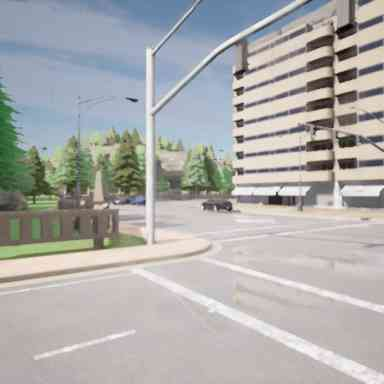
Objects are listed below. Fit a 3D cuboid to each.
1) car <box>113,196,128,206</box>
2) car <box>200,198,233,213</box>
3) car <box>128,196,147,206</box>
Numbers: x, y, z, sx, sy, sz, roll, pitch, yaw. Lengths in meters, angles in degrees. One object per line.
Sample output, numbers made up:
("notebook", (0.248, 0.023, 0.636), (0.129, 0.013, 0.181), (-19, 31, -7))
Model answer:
("car", (-11.278, 1.408, 53.682), (2.128, 1.511, 4.902), (0, 0, 5))
("car", (2.628, 1.409, 36.542), (1.837, 1.490, 4.892), (0, 0, -26))
("car", (-7.917, 1.391, 51.238), (1.882, 1.535, 5.008), (0, 0, 2))
